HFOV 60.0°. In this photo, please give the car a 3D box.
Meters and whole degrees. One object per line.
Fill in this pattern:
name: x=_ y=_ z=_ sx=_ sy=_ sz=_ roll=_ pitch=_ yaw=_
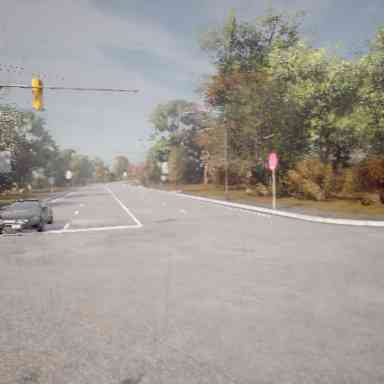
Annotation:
car: x=-7.937 y=1.076 z=16.059 sx=1.812 sy=1.442 sz=4.674 roll=-2 pitch=3 yaw=-15
